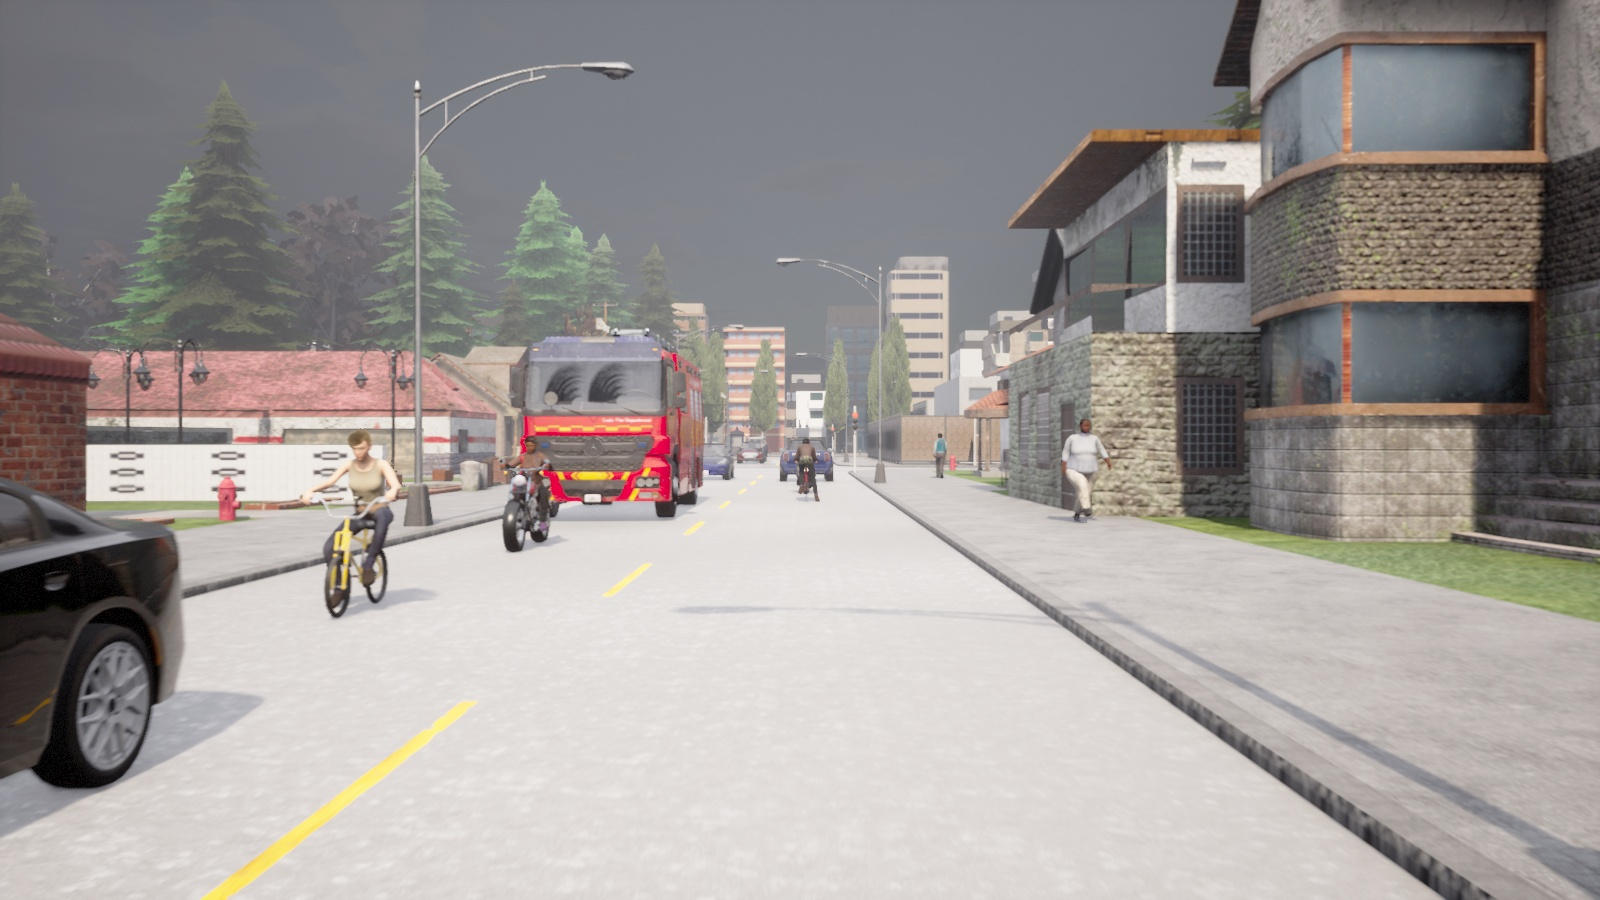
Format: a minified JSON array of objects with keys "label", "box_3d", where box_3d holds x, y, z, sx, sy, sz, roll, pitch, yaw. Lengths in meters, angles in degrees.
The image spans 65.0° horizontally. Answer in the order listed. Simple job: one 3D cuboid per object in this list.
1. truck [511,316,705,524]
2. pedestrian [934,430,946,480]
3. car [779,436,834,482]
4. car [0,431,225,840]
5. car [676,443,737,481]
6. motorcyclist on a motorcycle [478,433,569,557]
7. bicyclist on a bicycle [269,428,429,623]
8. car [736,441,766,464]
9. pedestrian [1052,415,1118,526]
[{"label":"truck","box_3d":[-3.861,-0.576,27.395,2.891,3.827,8.468,0,0,0]},{"label":"pedestrian","box_3d":[5.450,0.185,48.952,0.396,1.930,0.692,0,0,0]},{"label":"car","box_3d":[0.246,0.324,49.928,2.097,1.767,4.553,0,0,0]},{"label":"car","box_3d":[-3.952,0.699,3.983,1.882,1.535,5.008,0,0,1]},{"label":"car","box_3d":[-3.760,0.454,51.306,2.163,1.488,4.792,0,0,0]},{"label":"motorcyclist on a motorcycle","box_3d":[-3.904,0.593,17.926,0.766,1.649,2.350,0,0,0]},{"label":"bicyclist on a bicycle","box_3d":[-3.933,0.617,11.089,0.866,1.612,1.509,0,0,0]},{"label":"car","box_3d":[-3.586,0.156,91.807,2.033,1.649,4.856,0,0,0]},{"label":"pedestrian","box_3d":[4.882,0.338,21.563,0.874,1.855,0.900,0,0,-4]}]
